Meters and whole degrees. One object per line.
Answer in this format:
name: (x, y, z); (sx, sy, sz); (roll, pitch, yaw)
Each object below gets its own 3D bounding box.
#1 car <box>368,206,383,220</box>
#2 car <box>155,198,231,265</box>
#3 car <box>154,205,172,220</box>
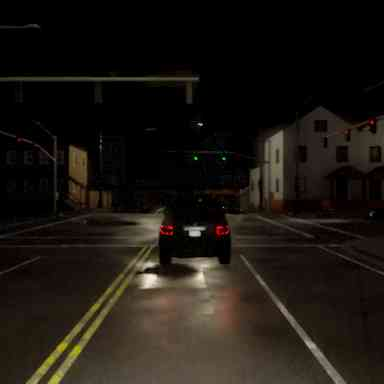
car: (16.585, 1.506, 26.282); (4.902, 1.511, 2.128); (0, 0, -1)
car: (0.114, 1.228, 11.802); (2.150, 2.045, 5.566); (0, 0, 1)
car: (-3.560, 2.618, 41.838); (1.812, 1.442, 4.674); (0, -9, 0)
